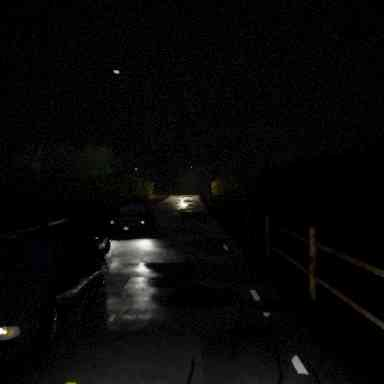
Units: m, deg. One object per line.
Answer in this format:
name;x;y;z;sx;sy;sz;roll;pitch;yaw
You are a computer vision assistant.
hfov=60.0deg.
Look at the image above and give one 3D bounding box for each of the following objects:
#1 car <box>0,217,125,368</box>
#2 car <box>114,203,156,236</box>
car;-2.893;1.486;6.311;2.033;1.411;5.357;0;1;0
car;-2.964;1.337;17.273;1.812;1.442;4.674;0;1;0
